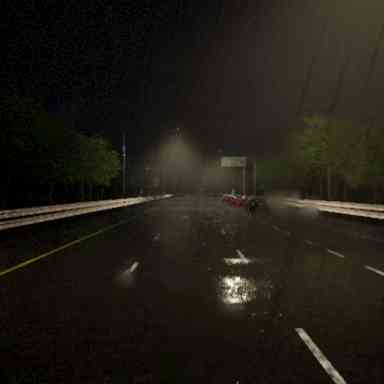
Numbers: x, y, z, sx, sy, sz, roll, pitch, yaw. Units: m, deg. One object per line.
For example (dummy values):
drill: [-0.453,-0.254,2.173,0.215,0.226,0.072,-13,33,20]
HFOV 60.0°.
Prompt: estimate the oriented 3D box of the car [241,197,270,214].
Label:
car: [7.065,1.366,36.325,2.097,1.767,4.553,0,0,0]

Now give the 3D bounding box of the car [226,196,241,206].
car: [7.147,1.585,53.469,1.994,1.385,4.181,0,0,0]

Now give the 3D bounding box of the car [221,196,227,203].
car: [7.259,1.536,70.609,1.812,1.442,4.674,0,0,0]
